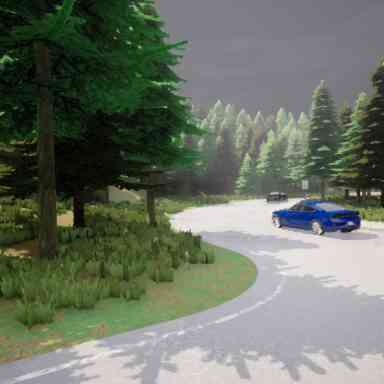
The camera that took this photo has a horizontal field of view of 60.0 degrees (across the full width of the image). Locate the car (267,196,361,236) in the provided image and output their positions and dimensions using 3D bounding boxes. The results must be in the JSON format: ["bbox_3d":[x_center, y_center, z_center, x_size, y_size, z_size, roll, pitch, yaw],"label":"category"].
[{"bbox_3d":[6.002,1.202,16.737,1.882,1.535,5.008,-3,1,-21],"label":"car"}]

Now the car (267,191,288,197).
[{"bbox_3d":[11.858,0.650,45.890,1.882,1.535,5.008,-1,1,32],"label":"car"}]
